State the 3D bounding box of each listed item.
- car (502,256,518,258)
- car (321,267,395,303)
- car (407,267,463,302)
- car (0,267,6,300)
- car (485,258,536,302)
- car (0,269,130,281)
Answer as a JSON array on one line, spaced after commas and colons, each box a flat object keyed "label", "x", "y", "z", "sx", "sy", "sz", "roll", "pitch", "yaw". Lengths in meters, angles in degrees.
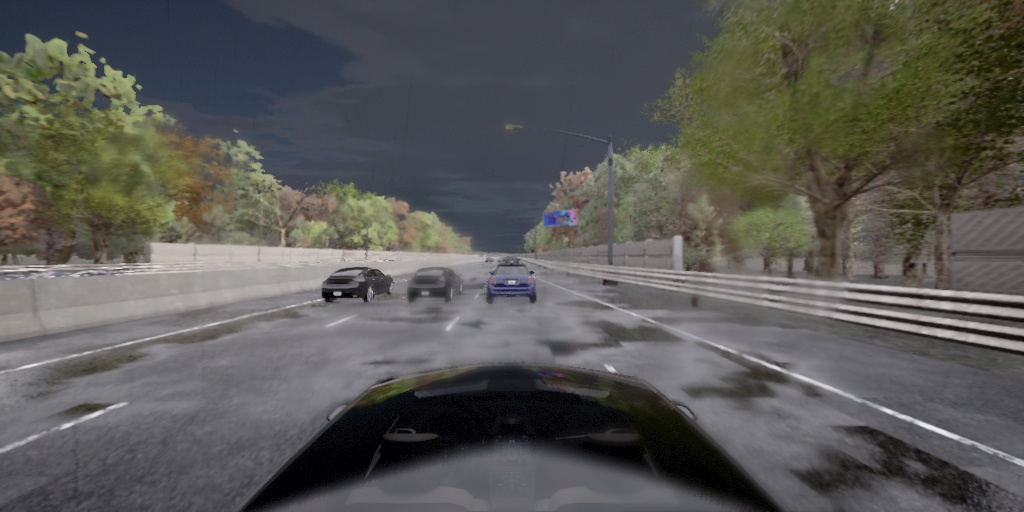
[{"label": "car", "x": -0.027, "y": 0.994, "z": 52.625, "sx": 2.150, "sy": 2.045, "sz": 5.566, "roll": 0, "pitch": 0, "yaw": 0}, {"label": "car", "x": -7.009, "y": 1.263, "z": 16.823, "sx": 1.837, "sy": 1.490, "sz": 4.892, "roll": 0, "pitch": 0, "yaw": 0}, {"label": "car", "x": -3.509, "y": 1.263, "z": 16.945, "sx": 1.837, "sy": 1.490, "sz": 4.892, "roll": 0, "pitch": 0, "yaw": 0}, {"label": "car", "x": -24.507, "y": 1.259, "z": 14.171, "sx": 2.128, "sy": 1.511, "sz": 4.902, "roll": 0, "pitch": 0, "yaw": 0}, {"label": "car", "x": -0.009, "y": 1.108, "z": 17.015, "sx": 2.097, "sy": 1.767, "sz": 4.553, "roll": 0, "pitch": 0, "yaw": 0}, {"label": "car", "x": -17.507, "y": 1.283, "z": 14.174, "sx": 2.128, "sy": 1.511, "sz": 4.902, "roll": 0, "pitch": 0, "yaw": 0}]
